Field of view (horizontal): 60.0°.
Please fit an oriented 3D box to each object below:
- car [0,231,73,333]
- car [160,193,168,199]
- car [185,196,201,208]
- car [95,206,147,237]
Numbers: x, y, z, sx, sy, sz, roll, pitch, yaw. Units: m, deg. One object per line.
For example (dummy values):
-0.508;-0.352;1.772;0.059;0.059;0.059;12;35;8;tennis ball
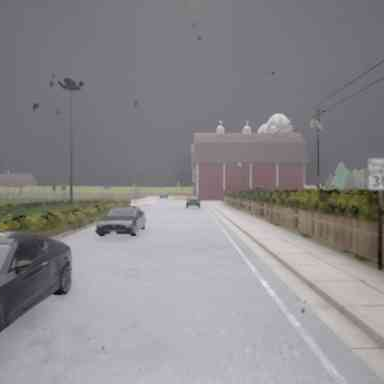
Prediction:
-3.595;1.497;5.891;1.812;1.442;4.674;0;0;0;car
-7.670;0.922;91.430;2.097;1.767;4.553;0;0;-3;car
0.143;1.299;43.853;1.837;1.490;4.892;0;1;0;car
-3.570;1.462;17.787;2.033;1.411;5.357;0;0;0;car
